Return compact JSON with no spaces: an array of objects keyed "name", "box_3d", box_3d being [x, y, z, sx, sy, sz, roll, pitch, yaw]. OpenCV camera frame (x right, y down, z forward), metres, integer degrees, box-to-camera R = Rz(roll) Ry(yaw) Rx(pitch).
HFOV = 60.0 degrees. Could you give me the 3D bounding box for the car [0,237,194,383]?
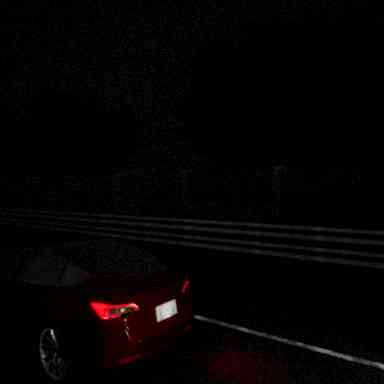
[{"name":"car","box_3d":[-2.213,1.500,5.466,4.792,1.488,2.163,0,0,36]}]
